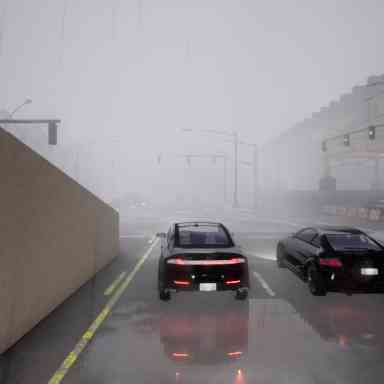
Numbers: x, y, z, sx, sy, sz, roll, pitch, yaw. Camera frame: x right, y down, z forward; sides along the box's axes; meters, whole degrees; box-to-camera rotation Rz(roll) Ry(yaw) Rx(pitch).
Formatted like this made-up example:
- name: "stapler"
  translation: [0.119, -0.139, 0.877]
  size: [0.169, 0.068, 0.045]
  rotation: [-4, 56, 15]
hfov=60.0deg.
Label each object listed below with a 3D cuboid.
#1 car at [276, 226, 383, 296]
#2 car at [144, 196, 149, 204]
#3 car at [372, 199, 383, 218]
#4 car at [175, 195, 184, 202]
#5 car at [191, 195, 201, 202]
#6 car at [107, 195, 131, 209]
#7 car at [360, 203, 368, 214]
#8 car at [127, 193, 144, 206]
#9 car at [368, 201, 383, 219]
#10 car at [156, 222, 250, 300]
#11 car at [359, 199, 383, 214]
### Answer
- name: "car"
  translation: [3.575, 1.564, 8.676]
  size: [1.994, 1.385, 4.181]
  rotation: [0, 0, 0]
- name: "car"
  translation: [-9.771, 1.564, 65.926]
  size: [1.994, 1.385, 4.181]
  rotation: [0, 0, 2]
- name: "car"
  translation: [17.476, 1.295, 26.778]
  size: [1.853, 1.218, 4.536]
  rotation: [0, 0, -35]
- name: "car"
  translation: [-2.635, 1.355, 70.063]
  size: [2.033, 1.411, 5.357]
  rotation: [0, 0, 1]
- name: "car"
  translation: [0.864, 1.355, 69.974]
  size: [2.033, 1.411, 5.357]
  rotation: [0, 0, 1]
- name: "car"
  translation: [-10.344, 1.547, 46.022]
  size: [2.033, 1.411, 5.357]
  rotation: [0, 0, 2]
- name: "car"
  translation: [17.553, 1.453, 31.427]
  size: [4.974, 1.542, 2.038]
  rotation: [0, 0, -45]
- name: "car"
  translation: [-10.083, 1.221, 55.953]
  size: [2.150, 2.045, 5.566]
  rotation: [0, 0, 2]
- name: "car"
  translation: [17.446, 1.453, 26.820]
  size: [2.038, 1.542, 4.974]
  rotation: [0, 0, -35]
- name: "car"
  translation: [0.137, 1.492, 8.393]
  size: [2.128, 1.511, 4.902]
  rotation: [0, 0, -4]
- name: "car"
  translation: [17.590, 1.295, 31.464]
  size: [4.536, 1.218, 1.853]
  rotation: [0, 0, -45]
